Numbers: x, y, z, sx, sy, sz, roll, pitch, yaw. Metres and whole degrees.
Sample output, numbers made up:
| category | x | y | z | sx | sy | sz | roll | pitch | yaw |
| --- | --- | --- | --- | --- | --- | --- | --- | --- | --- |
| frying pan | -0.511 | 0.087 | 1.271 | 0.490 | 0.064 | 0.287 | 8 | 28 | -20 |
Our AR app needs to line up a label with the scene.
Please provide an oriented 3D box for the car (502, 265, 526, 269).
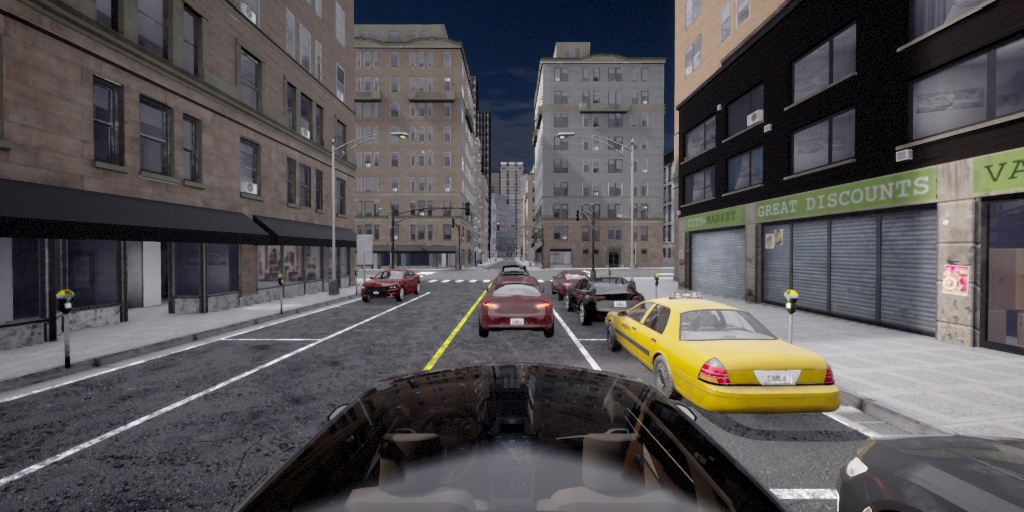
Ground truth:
| category | x | y | z | sx | sy | sz | roll | pitch | yaw |
| --- | --- | --- | --- | --- | --- | --- | --- | --- | --- |
| car | 0.116 | 1.248 | 20.446 | 1.837 | 1.490 | 4.892 | 0 | 0 | 0 |

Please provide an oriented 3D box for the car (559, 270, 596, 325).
| category | x | y | z | sx | sy | sz | roll | pitch | yaw |
| --- | --- | --- | --- | --- | --- | --- | --- | --- | --- |
| car | 2.884 | 1.313 | 11.603 | 1.948 | 1.339 | 4.313 | 0 | 0 | 0 |

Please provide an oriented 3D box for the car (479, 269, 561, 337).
| category | x | y | z | sx | sy | sz | roll | pitch | yaw |
| --- | --- | --- | --- | --- | --- | --- | --- | --- | --- |
| car | 0.102 | 1.273 | 10.167 | 1.812 | 1.442 | 4.674 | 0 | 0 | 0 |

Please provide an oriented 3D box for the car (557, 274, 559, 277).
| category | x | y | z | sx | sy | sz | roll | pitch | yaw |
| --- | --- | --- | --- | --- | --- | --- | --- | --- | --- |
| car | 2.889 | 1.327 | 17.189 | 1.802 | 1.307 | 4.207 | 0 | 0 | 0 |

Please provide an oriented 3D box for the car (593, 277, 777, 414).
| category | x | y | z | sx | sy | sz | roll | pitch | yaw |
| --- | --- | --- | --- | --- | --- | --- | --- | --- | --- |
| car | 2.878 | 1.274 | 6.187 | 1.751 | 1.417 | 4.829 | 0 | 0 | 0 |

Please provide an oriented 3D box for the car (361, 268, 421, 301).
| category | x | y | z | sx | sy | sz | roll | pitch | yaw |
| --- | --- | --- | --- | --- | --- | --- | --- | --- | --- |
| car | -5.656 | 1.290 | 17.195 | 1.888 | 1.381 | 4.507 | 0 | 0 | 0 |

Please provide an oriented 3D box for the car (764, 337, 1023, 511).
| category | x | y | z | sx | sy | sz | roll | pitch | yaw |
| --- | --- | --- | --- | --- | --- | --- | --- | --- | --- |
| car | 2.872 | 1.301 | 0.431 | 2.007 | 1.370 | 4.403 | 0 | 0 | 0 |
